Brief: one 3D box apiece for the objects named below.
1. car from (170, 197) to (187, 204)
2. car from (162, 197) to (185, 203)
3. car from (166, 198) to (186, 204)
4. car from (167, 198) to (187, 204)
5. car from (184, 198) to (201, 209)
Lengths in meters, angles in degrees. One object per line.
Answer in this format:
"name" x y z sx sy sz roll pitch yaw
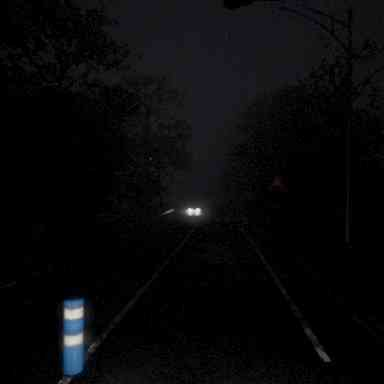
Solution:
"car" -3.913 2.385 93.724 4.553 1.767 2.185 1 -2 4
"car" -4.253 2.226 85.410 5.366 1.575 1.946 1 -2 4
"car" -4.259 2.314 88.184 4.892 1.521 2.231 1 -2 4
"car" -4.075 2.408 90.949 5.008 1.535 2.097 1 -2 4
"car" 0.445 1.826 53.119 2.128 1.511 4.902 1 0 4
